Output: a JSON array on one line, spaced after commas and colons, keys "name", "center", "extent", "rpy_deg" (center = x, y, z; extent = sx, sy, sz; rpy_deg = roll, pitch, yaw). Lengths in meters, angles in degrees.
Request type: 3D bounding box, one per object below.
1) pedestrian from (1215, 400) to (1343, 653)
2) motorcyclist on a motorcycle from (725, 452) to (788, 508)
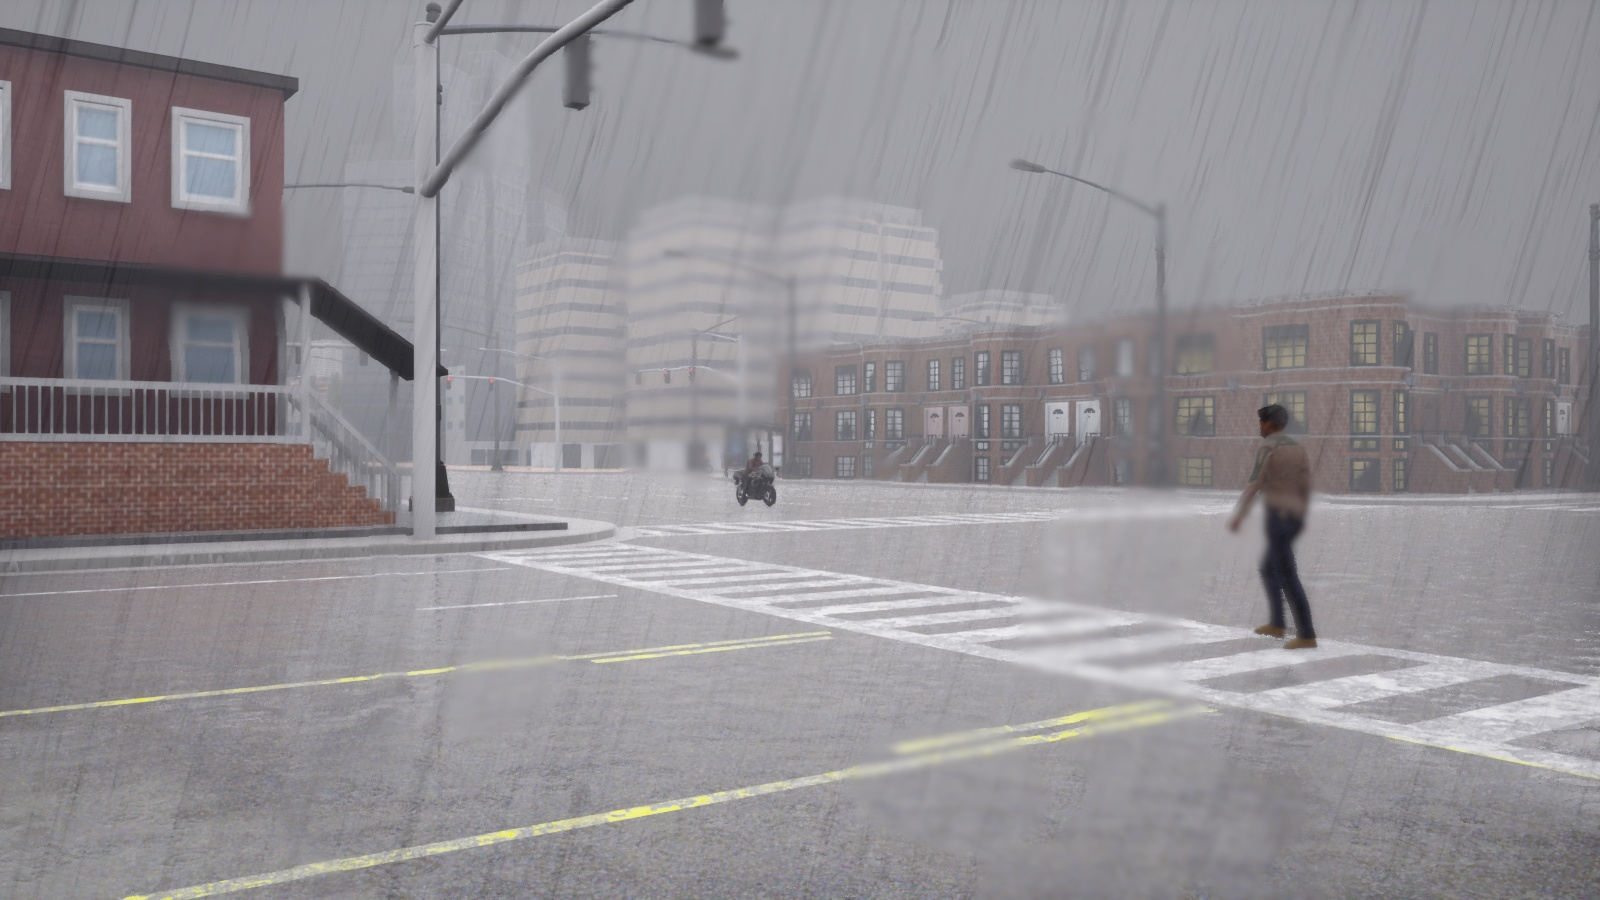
[{"name": "pedestrian", "center": [3.584, 0.545, 9.426], "extent": [0.328, 1.805, 0.869], "rpy_deg": [0, 0, -32]}, {"name": "motorcyclist on a motorcycle", "center": [-1.231, 0.815, 35.159], "extent": [0.797, 1.523, 2.044], "rpy_deg": [0, 0, -35]}]
